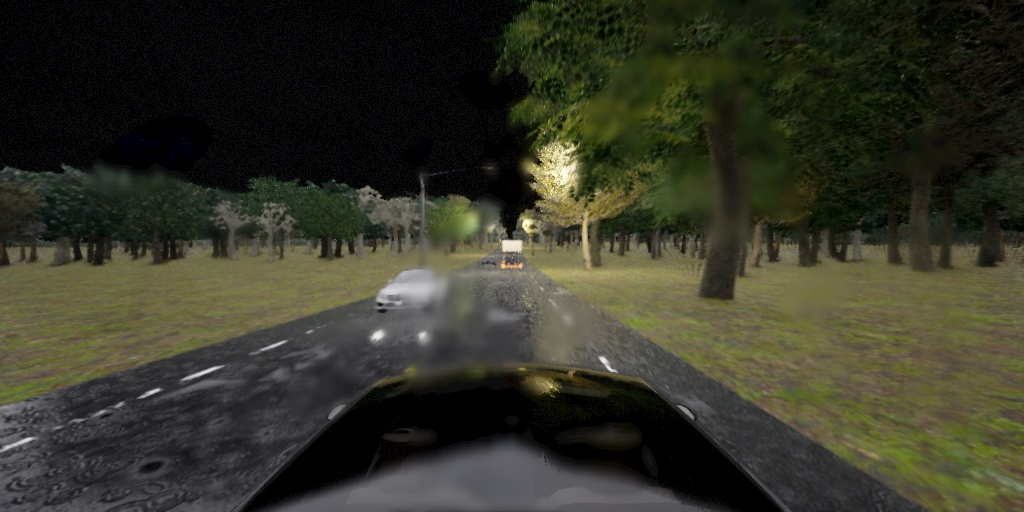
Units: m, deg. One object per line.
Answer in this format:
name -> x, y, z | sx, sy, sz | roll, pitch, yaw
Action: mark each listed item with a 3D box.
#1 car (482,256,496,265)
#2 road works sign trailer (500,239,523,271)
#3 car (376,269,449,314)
car -> -3.522, 0.720, 55.036 | 1.994, 1.385, 4.181 | 0, 1, 1
road works sign trailer -> 0.009, -0.097, 41.542 | 2.380, 3.560, 2.880 | 0, 0, 0
car -> -3.589, 1.246, 13.746 | 1.812, 1.442, 4.674 | 0, 0, 0
